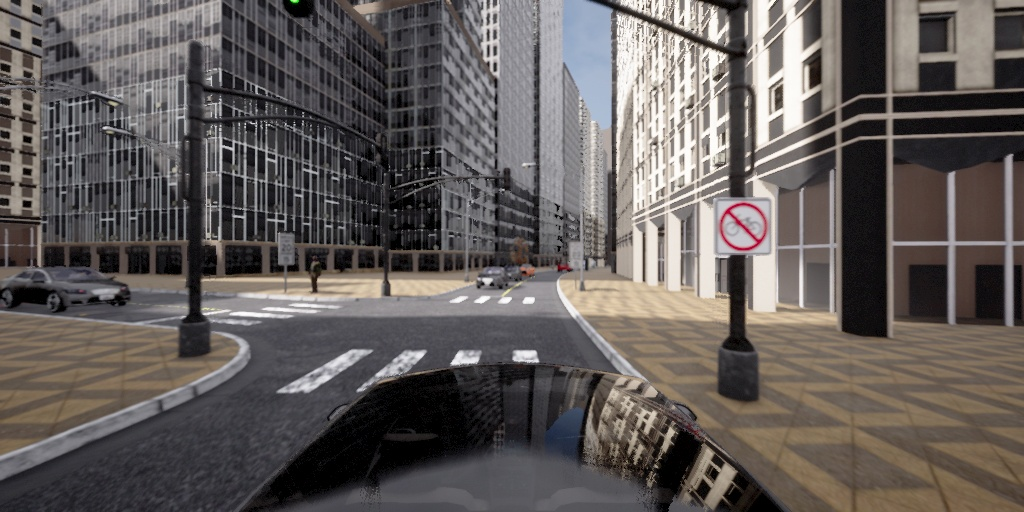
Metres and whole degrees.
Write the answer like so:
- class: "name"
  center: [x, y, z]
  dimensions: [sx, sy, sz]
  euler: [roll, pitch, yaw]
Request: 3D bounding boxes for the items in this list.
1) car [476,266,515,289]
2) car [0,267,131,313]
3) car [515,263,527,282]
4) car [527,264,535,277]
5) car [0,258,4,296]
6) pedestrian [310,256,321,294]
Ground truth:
- class: "car"
  center: [-1.348, 1.575, 26.367]
  dimensions: [2.128, 1.511, 4.902]
  euler: [0, -1, 7]
- class: "car"
  center: [-16.788, 1.175, 13.505]
  dimensions: [4.902, 1.511, 2.128]
  euler: [1, 0, 17]
- class: "car"
  center: [-0.084, 1.725, 35.859]
  dimensions: [2.128, 1.511, 4.902]
  euler: [0, -1, 9]
- class: "car"
  center: [1.613, 1.754, 45.653]
  dimensions: [2.097, 1.767, 4.553]
  euler: [0, -1, 11]
- class: "car"
  center: [-25.809, 0.934, 16.056]
  dimensions: [4.553, 1.767, 2.097]
  euler: [1, 0, 15]
- class: "pedestrian"
  center: [-9.680, 0.905, 17.570]
  dimensions: [0.375, 1.860, 0.375]
  euler: [0, -1, 16]
